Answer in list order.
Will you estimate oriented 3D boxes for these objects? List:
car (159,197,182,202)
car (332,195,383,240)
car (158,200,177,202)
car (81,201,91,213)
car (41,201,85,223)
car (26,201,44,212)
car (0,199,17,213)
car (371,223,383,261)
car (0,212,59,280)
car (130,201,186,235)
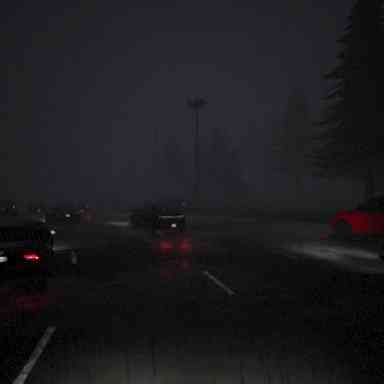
[{"bbox_3d":[-2.532,1.324,33.329,2.097,1.767,4.553,-1,0,-32],"label":"car"},{"bbox_3d":[8.310,1.135,13.577,2.150,2.045,5.566,0,0,-19],"label":"car"},{"bbox_3d":[-3.496,1.587,28.361,1.895,1.301,4.718,-1,0,-33],"label":"car"},{"bbox_3d":[-12.562,1.648,36.126,1.895,1.301,4.718,-1,0,-32],"label":"car"},{"bbox_3d":[-9.708,1.605,24.896,1.994,1.385,4.181,-1,0,-32],"label":"car"},{"bbox_3d":[-17.439,1.686,37.298,1.895,1.301,4.718,-1,0,-32],"label":"car"},{"bbox_3d":[-17.738,1.447,31.188,2.097,1.767,4.553,-1,0,-32],"label":"car"},{"bbox_3d":[6.224,1.541,6.736,1.895,1.301,4.718,0,0,-10],"label":"car"},{"bbox_3d":[-5.194,1.574,9.857,2.033,1.411,5.357,0,0,-21],"label":"car"},{"bbox_3d":[-2.080,1.480,18.899,2.128,1.511,4.902,0,0,-29],"label":"car"}]
